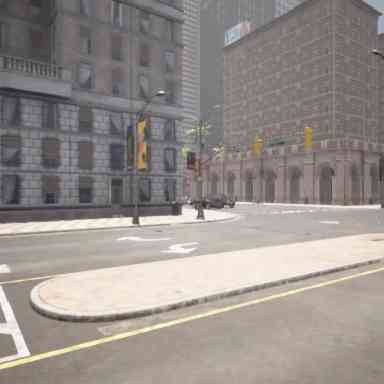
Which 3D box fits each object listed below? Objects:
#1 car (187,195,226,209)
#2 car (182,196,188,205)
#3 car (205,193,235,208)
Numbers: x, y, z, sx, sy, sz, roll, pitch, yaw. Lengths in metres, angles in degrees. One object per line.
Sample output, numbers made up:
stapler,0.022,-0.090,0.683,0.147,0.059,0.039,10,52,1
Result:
car,1.850,1.478,44.629,1.882,1.535,5.008,0,0,-35
car,-1.805,1.491,56.212,2.128,1.511,4.902,0,0,-34
car,3.825,1.221,47.901,2.150,2.045,5.566,0,0,-35
